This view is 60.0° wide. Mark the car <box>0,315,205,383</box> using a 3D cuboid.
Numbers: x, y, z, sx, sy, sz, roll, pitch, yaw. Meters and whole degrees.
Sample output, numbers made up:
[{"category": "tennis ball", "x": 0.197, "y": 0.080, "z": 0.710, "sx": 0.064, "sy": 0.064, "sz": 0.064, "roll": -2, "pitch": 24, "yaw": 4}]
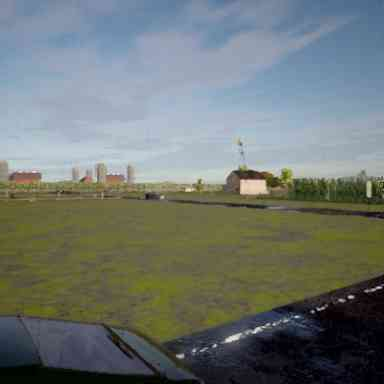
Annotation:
[{"category": "car", "x": -1.839, "y": 1.566, "z": 1.756, "sx": 4.181, "sy": 1.385, "sz": 1.994, "roll": 0, "pitch": 0, "yaw": -35}]

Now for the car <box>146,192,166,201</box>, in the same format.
[{"category": "car", "x": -6.438, "y": 0.679, "z": 58.652, "sx": 2.128, "sy": 1.511, "sz": 4.902, "roll": -1, "pitch": 1, "yaw": -36}]
